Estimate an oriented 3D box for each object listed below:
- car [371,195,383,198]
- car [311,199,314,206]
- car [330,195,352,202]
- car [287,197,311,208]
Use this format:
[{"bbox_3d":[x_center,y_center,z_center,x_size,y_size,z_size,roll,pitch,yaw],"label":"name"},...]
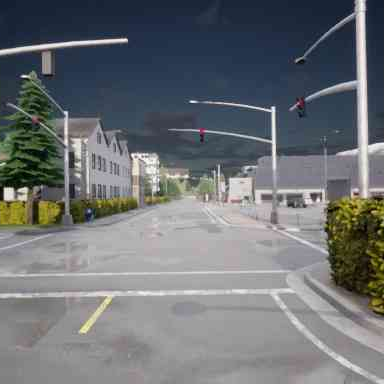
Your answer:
[{"bbox_3d":[19.112,1.183,31.306,1.905,1.878,3.866,-1,-1,0],"label":"car"},{"bbox_3d":[19.059,1.573,56.231,1.970,1.475,3.806,-1,-1,0],"label":"car"},{"bbox_3d":[25.474,1.398,56.573,2.152,1.636,5.027,-1,-1,0],"label":"car"},{"bbox_3d":[15.416,1.629,49.172,2.007,1.523,4.514,-1,-1,0],"label":"car"}]
